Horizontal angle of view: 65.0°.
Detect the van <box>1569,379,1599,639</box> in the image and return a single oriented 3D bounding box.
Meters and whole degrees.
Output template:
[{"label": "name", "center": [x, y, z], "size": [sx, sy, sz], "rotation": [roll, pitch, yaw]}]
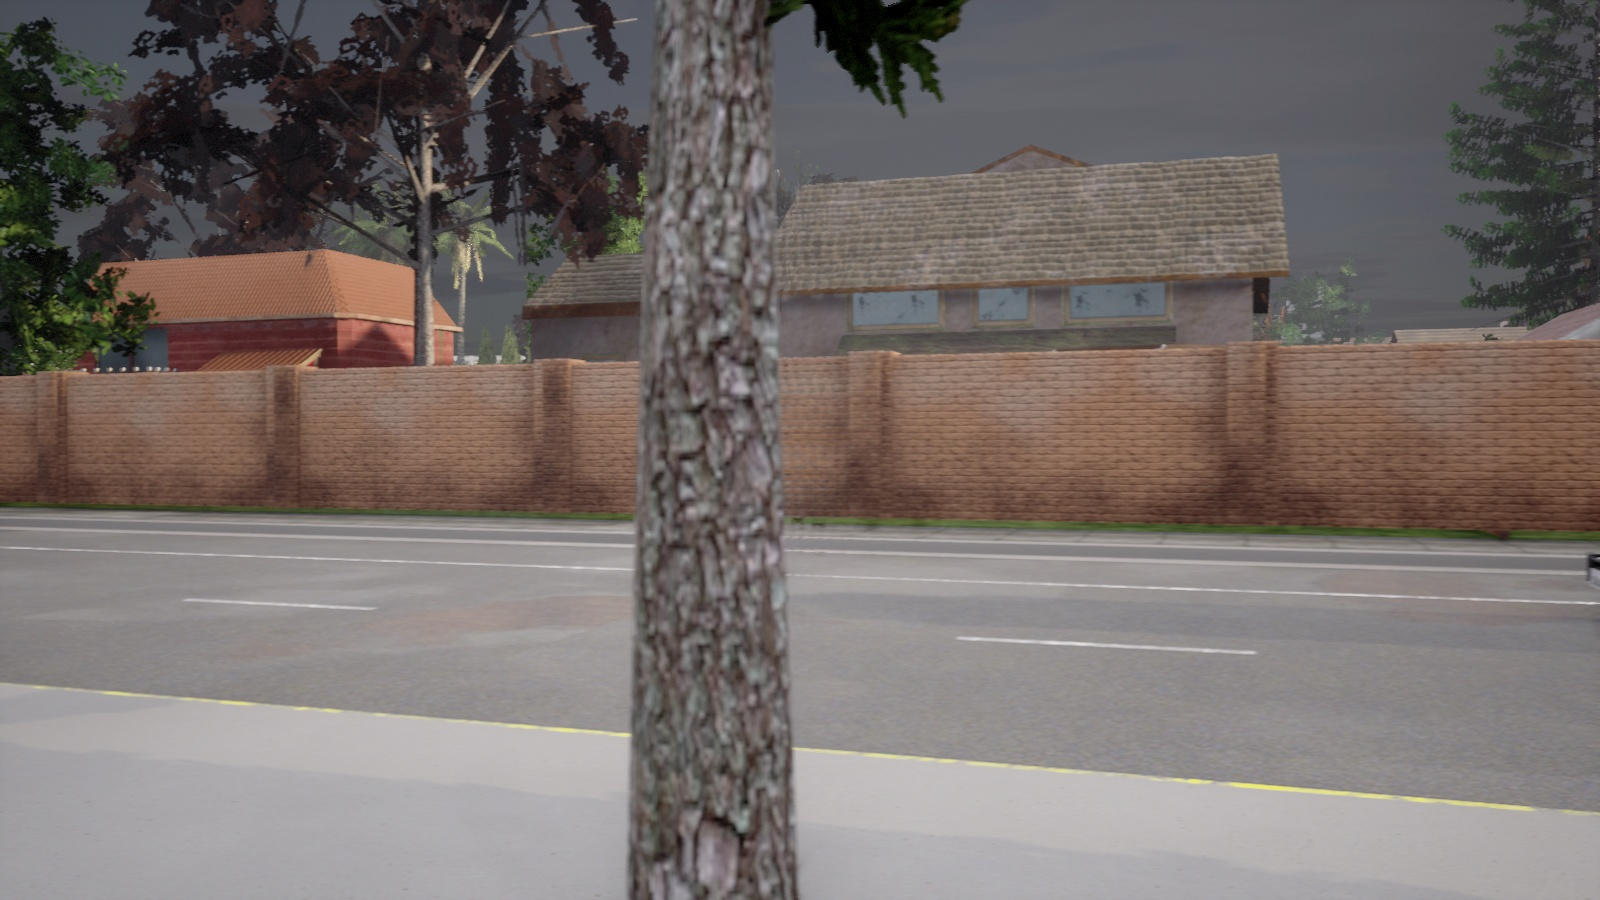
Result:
[{"label": "van", "center": [8.215, 0.468, 8.866], "size": [4.442, 1.987, 1.775], "rotation": [1, 1, 19]}]
